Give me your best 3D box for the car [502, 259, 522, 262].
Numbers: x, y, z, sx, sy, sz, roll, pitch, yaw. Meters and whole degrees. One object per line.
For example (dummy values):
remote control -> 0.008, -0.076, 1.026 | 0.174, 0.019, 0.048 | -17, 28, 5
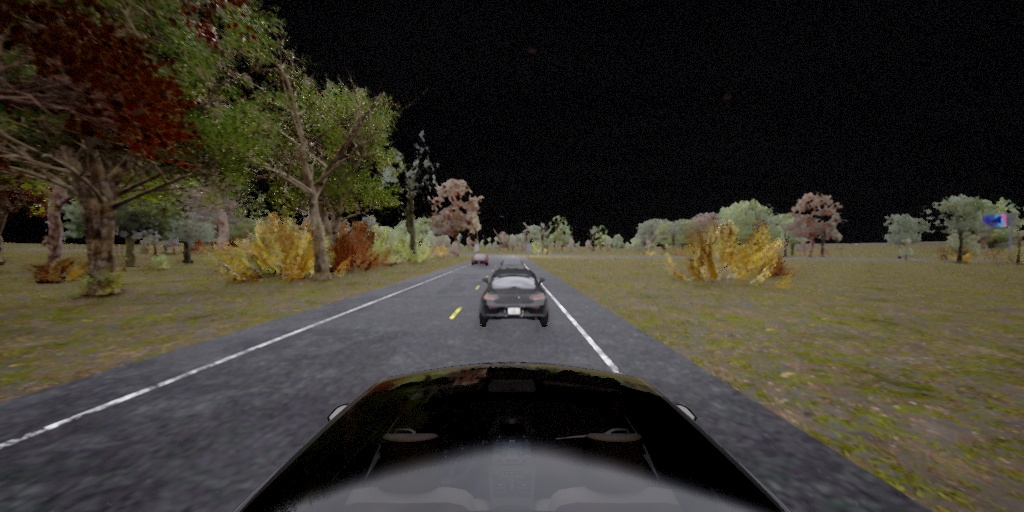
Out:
car -> 0.004, 0.852, 26.404 | 1.895, 1.301, 4.718 | 0, 1, 0

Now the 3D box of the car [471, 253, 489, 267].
car -> -3.719, 0.401, 42.444 | 1.882, 1.535, 5.008 | 0, 1, 0

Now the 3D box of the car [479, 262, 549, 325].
car -> 0.049, 1.092, 10.816 | 1.812, 1.442, 4.674 | 0, 1, 0
